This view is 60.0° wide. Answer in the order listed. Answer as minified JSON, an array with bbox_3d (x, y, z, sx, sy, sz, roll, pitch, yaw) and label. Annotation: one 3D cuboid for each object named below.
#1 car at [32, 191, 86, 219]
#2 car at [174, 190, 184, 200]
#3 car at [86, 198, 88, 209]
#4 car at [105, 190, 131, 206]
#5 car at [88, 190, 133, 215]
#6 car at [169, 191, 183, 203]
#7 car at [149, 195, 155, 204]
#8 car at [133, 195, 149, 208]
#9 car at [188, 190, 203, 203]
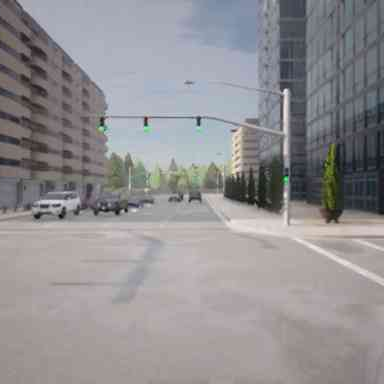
[{"bbox_3d":[-10.670,0.976,26.721,2.150,2.045,5.566,0,0,0],"label":"car"},{"bbox_3d":[-2.807,0.624,66.406,2.150,2.045,5.566,0,0,1],"label":"car"},{"bbox_3d":[-10.526,1.021,36.565,2.097,1.767,4.553,0,0,1],"label":"car"},{"bbox_3d":[-10.308,0.802,46.763,2.150,2.045,5.566,0,0,2],"label":"car"},{"bbox_3d":[-7.134,0.946,29.865,2.150,2.045,5.566,0,0,1],"label":"car"},{"bbox_3d":[-2.917,1.015,56.545,1.812,1.442,4.674,0,0,1],"label":"car"},{"bbox_3d":[-6.730,1.112,50.129,1.994,1.385,4.181,0,0,1],"label":"car"},{"bbox_3d":[-6.953,1.182,40.111,2.033,1.411,5.357,0,0,2],"label":"car"},{"bbox_3d":[0.565,0.716,55.511,2.150,2.045,5.566,0,0,1],"label":"car"}]
